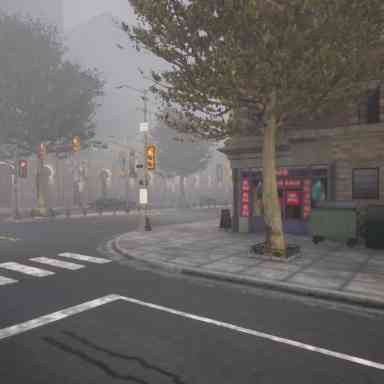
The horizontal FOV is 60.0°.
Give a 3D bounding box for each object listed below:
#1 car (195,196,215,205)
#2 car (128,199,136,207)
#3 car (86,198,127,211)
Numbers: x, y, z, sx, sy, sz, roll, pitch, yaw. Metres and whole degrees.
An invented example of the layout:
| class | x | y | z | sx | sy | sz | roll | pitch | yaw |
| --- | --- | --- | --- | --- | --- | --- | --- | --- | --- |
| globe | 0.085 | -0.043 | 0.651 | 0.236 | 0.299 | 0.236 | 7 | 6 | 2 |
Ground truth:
| class | x | y | z | sx | sy | sz | roll | pitch | yaw |
| --- | --- | --- | --- | --- | --- | --- | --- | --- | --- |
| car | 2.378 | 1.525 | 60.110 | 1.812 | 1.442 | 4.674 | 0 | 0 | 36 |
| car | -10.321 | 1.595 | 47.923 | 1.895 | 1.301 | 4.718 | 0 | 0 | 36 |
| car | -10.974 | 1.504 | 41.620 | 1.837 | 1.490 | 4.892 | 0 | 0 | 36 |
